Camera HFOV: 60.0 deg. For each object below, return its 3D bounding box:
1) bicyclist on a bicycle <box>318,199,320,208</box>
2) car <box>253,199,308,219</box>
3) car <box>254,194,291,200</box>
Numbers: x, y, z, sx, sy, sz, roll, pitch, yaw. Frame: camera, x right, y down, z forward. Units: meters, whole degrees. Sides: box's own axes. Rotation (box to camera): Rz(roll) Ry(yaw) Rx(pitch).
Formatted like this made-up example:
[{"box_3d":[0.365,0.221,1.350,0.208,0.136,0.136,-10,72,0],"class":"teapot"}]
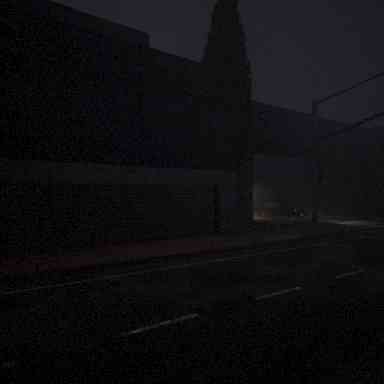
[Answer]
[{"box_3d":[16.217,1.303,43.256,1.656,1.620,0.582,0,0,-37],"class":"bicyclist on a bicycle"},{"box_3d":[7.822,1.601,29.457,1.895,1.301,4.718,0,0,-37],"class":"car"},{"box_3d":[8.692,1.222,34.147,2.150,2.045,5.566,0,0,-36],"class":"car"}]
